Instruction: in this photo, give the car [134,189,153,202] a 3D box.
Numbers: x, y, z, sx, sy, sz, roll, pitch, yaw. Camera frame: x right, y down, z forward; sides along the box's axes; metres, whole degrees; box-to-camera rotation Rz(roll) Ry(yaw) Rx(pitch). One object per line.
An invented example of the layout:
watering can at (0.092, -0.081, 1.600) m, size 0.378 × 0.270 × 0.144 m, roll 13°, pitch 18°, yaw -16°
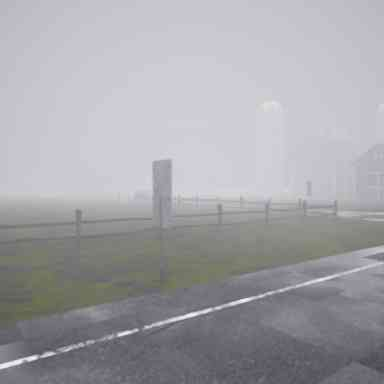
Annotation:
car at (-7.645, 0.587, 55.316) m, size 2.150 × 2.045 × 5.566 m, roll -1°, pitch 1°, yaw -35°
